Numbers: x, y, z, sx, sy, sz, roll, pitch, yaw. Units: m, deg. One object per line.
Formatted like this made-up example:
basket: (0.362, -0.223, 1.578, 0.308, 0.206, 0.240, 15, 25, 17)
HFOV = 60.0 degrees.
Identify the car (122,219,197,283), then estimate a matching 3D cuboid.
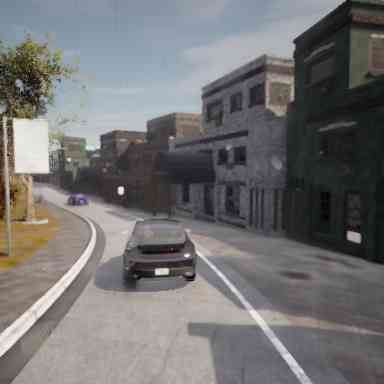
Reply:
car: (-1.019, 1.562, 9.960, 1.837, 1.490, 4.892, -1, 0, -8)

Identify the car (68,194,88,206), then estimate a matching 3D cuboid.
car: (-14.925, 0.932, 43.423, 1.812, 1.442, 4.674, -2, 4, -31)
